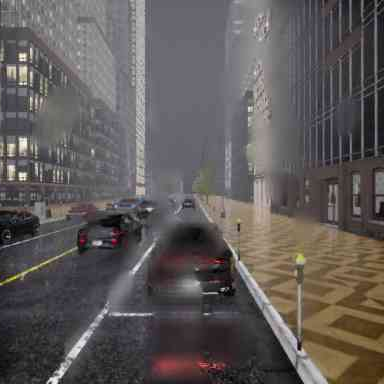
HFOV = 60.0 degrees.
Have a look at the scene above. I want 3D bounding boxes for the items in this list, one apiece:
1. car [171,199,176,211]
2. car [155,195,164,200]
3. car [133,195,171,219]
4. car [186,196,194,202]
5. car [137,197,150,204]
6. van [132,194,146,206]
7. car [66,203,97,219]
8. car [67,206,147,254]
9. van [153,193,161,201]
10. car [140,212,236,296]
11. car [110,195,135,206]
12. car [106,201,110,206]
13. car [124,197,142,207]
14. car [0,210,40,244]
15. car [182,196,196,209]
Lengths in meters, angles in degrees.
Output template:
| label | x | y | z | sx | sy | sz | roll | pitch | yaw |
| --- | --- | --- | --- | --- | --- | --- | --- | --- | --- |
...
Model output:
| label | x | y | z | sx | sy | sz | roll | pitch | yaw |
| --- | --- | --- | --- | --- | --- | --- | --- | --- | --- |
| car | -3.061 | 1.532 | 40.957 | 2.033 | 1.411 | 5.357 | 0 | 0 | 0 |
| car | -8.832 | 1.504 | 89.799 | 1.947 | 1.339 | 4.313 | 0 | 0 | 0 |
| car | -3.063 | 1.345 | 26.426 | 2.097 | 1.767 | 4.553 | 0 | 0 | 0 |
| car | -0.452 | 1.533 | 78.399 | 1.802 | 1.307 | 4.206 | 0 | 0 | 0 |
| car | -8.833 | 1.550 | 61.338 | 1.802 | 1.307 | 4.206 | 0 | 0 | 0 |
| van | -8.832 | 1.315 | 55.645 | 1.690 | 1.788 | 3.998 | 0 | 0 | 0 |
| car | -8.832 | 1.575 | 27.183 | 1.802 | 1.307 | 4.206 | 0 | 0 | 0 |
| car | -3.150 | 1.524 | 13.347 | 1.812 | 1.442 | 4.674 | 0 | 0 | 0 |
| van | -8.831 | 1.286 | 84.106 | 1.690 | 1.788 | 3.998 | 0 | 0 | 0 |
| car | 0.000 | 1.503 | 8.649 | 1.837 | 1.490 | 4.892 | 0 | 0 | 0 |
| car | -6.238 | 1.341 | 32.677 | 2.097 | 1.767 | 4.553 | 0 | 0 | 0 |
| car | -8.833 | 1.537 | 38.569 | 2.008 | 1.369 | 4.403 | 0 | 0 | 0 |
| car | -8.833 | 1.523 | 49.953 | 1.887 | 1.381 | 4.507 | 0 | 0 | 0 |
| car | -8.833 | 1.563 | 15.800 | 1.947 | 1.339 | 4.313 | 0 | 0 | 0 |
| car | -0.452 | 1.548 | 44.248 | 1.947 | 1.339 | 4.313 | 0 | 0 | 0 |
